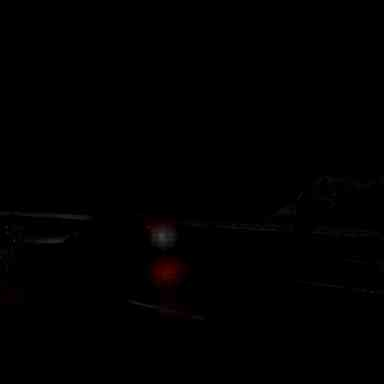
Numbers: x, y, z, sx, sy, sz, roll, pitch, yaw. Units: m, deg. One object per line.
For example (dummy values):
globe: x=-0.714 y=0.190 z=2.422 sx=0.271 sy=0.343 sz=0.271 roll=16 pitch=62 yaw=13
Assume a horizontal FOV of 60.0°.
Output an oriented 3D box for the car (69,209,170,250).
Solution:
car: x=-3.220 y=1.511 z=14.335 sx=4.892 sy=1.490 sz=1.837 roll=0 pitch=0 yaw=32

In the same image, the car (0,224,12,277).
car: x=-6.903 y=1.563 z=8.400 sx=5.357 sy=1.411 sz=2.033 roll=0 pitch=0 yaw=33

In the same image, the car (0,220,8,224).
car: x=-9.584 y=1.547 z=14.126 sx=4.674 sy=1.442 sz=1.812 roll=0 pitch=0 yaw=31
